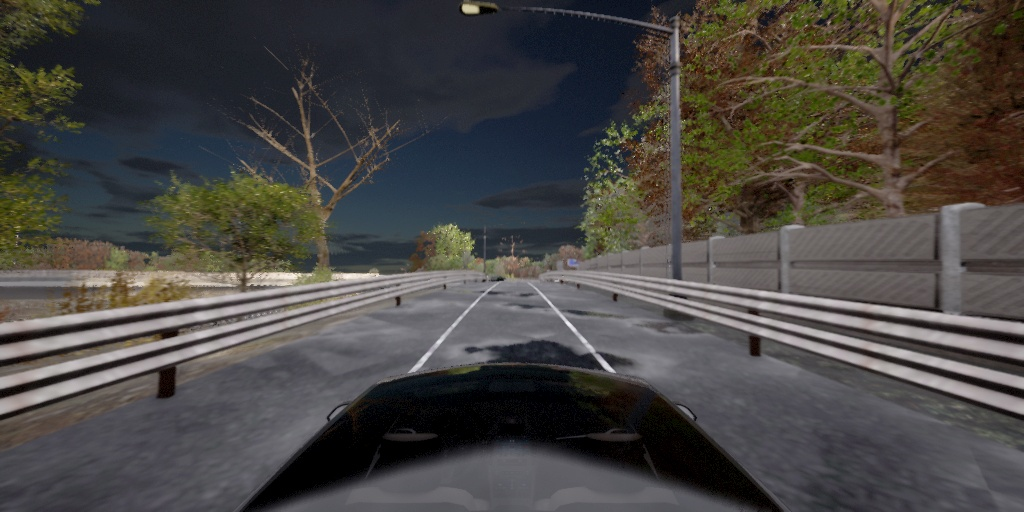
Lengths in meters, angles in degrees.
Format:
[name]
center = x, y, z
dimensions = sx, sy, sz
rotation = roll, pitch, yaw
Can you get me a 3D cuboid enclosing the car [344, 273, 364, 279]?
[car]
center = -25.188, 3.520, 58.542
dimensions = 4.181, 1.385, 1.994
rotation = 3, -5, -35
